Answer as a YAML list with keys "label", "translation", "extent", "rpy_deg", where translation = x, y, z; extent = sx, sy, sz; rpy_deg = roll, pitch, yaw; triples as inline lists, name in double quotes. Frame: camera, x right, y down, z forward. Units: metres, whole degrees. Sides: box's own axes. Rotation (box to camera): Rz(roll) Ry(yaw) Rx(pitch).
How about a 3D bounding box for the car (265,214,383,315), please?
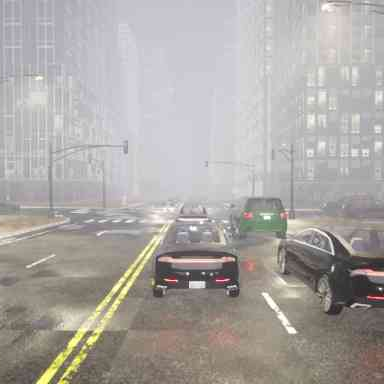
- label: "car"
  translation: [3.327, 1.488, 7.518]
  extent: [2.128, 1.511, 4.902]
  rpy_deg: [0, 0, 0]

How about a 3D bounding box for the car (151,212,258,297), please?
- label: "car"
  translation: [0.077, 1.487, 8.527]
  extent: [2.128, 1.511, 4.902]
  rpy_deg: [0, 0, 0]

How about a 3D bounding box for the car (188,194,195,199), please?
- label: "car"
  translation: [-0.247, 1.333, 91.325]
  extent: [1.895, 1.301, 4.718]
  rpy_deg: [0, 0, 0]

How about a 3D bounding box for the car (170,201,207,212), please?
- label: "car"
  translation: [0.051, 1.482, 17.712]
  extent: [2.128, 1.511, 4.902]
  rpy_deg: [0, 0, 0]

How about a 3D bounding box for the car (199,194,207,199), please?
- label: "car"
  translation: [3.004, 1.291, 91.303]
  extent: [1.994, 1.385, 4.181]
  rpy_deg: [0, 0, 0]

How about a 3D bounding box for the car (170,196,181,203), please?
- label: "car"
  translation: [-3.442, 1.490, 70.642]
  extent: [1.994, 1.385, 4.181]
  rpy_deg: [0, 0, 0]

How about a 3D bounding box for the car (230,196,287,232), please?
- label: "car"
  translation: [3.302, 1.212, 17.360]
  extent: [2.150, 2.045, 5.566]
  rpy_deg: [0, 0, 0]

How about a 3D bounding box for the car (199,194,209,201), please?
- label: "car"
  translation: [3.031, 1.510, 81.331]
  extent: [1.895, 1.301, 4.718]
  rpy_deg: [0, 0, 0]

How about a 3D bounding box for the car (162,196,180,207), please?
- label: "car"
  translation: [-3.481, 1.453, 51.405]
  extent: [2.128, 1.511, 4.902]
  rpy_deg: [0, 0, 0]

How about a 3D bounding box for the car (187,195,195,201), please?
- label: "car"
  translation: [-0.218, 1.454, 80.878]
  extent: [2.033, 1.411, 5.357]
  rpy_deg: [0, 0, 0]

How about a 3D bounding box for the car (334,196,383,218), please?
- label: "car"
  translation: [16.119, 1.518, 30.131]
  extent: [5.009, 1.841, 2.192]
  rpy_deg: [1, 0, 1]

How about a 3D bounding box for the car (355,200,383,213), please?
- label: "car"
  translation: [21.705, 1.641, 38.433]
  extent: [4.829, 1.417, 1.752]
  rpy_deg: [1, 0, 1]

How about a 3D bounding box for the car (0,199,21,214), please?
- label: "car"
  translation: [-19.483, 1.406, 33.209]
  extent: [4.181, 1.385, 1.994]
  rpy_deg: [1, 1, 1]

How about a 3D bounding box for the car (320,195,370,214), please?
- label: "car"
  translation: [16.853, 1.337, 35.901]
  extent: [5.566, 2.045, 2.150]
  rpy_deg: [1, 1, 1]
